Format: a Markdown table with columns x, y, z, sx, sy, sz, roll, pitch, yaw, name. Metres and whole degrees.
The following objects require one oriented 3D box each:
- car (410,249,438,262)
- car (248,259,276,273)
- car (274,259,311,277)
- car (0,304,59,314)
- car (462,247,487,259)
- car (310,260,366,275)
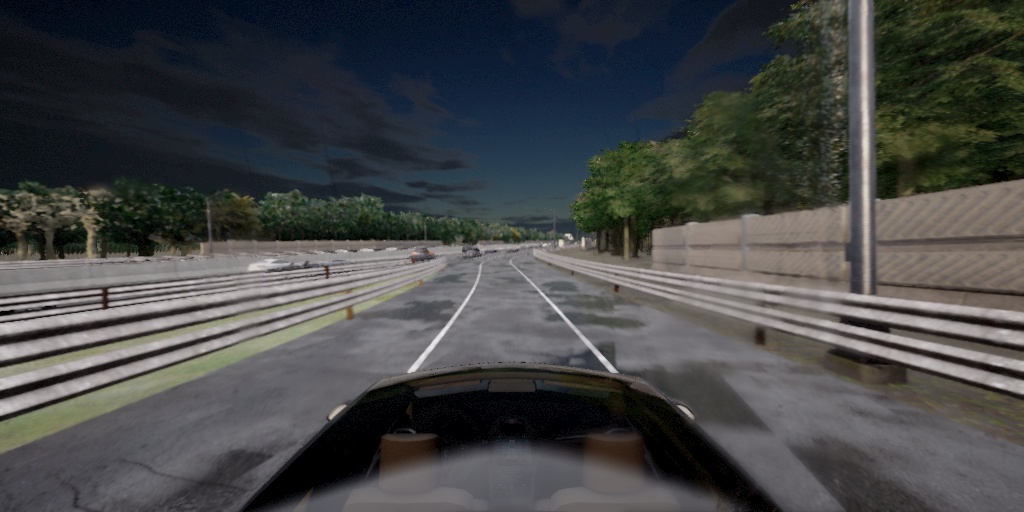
| x | y | z | sx | sy | sz | roll | pitch | yaw | name |
| --- | --- | --- | --- | --- | --- | --- | --- | --- | --- |
| -12.423 | 0.109 | 50.623 | 2.033 | 1.411 | 5.357 | 0 | 2 | 15 | car |
| -21.104 | 0.963 | 32.223 | 1.812 | 1.442 | 4.674 | 0 | 3 | 15 | car |
| -17.721 | 1.042 | 31.325 | 1.895 | 1.301 | 4.718 | 0 | 3 | 15 | car |
| -19.340 | 1.889 | 12.203 | 1.895 | 1.301 | 4.718 | 0 | 3 | 15 | car |
| -6.405 | -0.315 | 59.328 | 2.033 | 1.411 | 5.357 | 0 | 2 | 15 | car |
| -14.353 | 1.012 | 30.370 | 1.994 | 1.385 | 4.181 | 0 | 3 | 15 | car |
